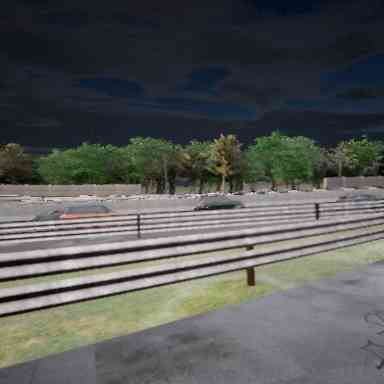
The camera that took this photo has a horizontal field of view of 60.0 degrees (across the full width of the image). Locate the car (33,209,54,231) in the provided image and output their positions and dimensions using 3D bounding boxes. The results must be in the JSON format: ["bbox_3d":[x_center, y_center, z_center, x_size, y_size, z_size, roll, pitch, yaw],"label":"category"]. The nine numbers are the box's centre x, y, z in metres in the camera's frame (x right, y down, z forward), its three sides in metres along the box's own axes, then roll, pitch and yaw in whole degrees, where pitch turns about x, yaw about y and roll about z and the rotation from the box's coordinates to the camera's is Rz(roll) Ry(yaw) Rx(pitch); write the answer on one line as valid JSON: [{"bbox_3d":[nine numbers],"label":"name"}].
[{"bbox_3d":[-8.435,1.760,23.328,4.902,1.511,2.128,-3,1,-17],"label":"car"}]

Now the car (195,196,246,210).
[{"bbox_3d":[2.620,1.096,30.458,4.553,1.767,2.097,-2,1,-17],"label":"car"}]

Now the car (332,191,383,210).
[{"bbox_3d":[15.866,0.749,30.942,4.902,1.511,2.128,-2,1,-17],"label":"car"}]

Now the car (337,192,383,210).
[{"bbox_3d":[14.473,0.921,26.836,5.357,1.411,2.033,-2,1,-17],"label":"car"}]

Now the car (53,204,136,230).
[{"bbox_3d":[-5.815,1.563,20.480,4.553,1.767,2.097,-2,1,-17],"label":"car"}]
